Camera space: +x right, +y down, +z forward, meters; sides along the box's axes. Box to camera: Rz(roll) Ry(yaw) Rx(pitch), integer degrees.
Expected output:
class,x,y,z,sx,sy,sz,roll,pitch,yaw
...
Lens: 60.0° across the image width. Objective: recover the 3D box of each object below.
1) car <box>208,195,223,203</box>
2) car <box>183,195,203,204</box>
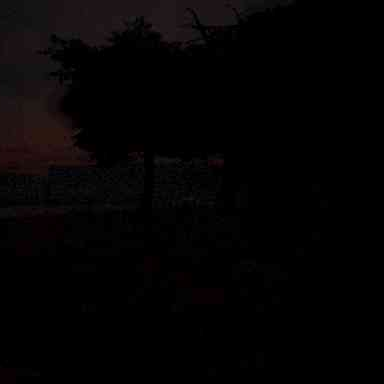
class,x,y,z,sx,sy,sz,roll,pitch,yaw
car,5.057,1.366,67.260,2.033,1.411,5.357,3,1,29
car,0.199,1.334,58.912,1.812,1.442,4.674,3,2,31
